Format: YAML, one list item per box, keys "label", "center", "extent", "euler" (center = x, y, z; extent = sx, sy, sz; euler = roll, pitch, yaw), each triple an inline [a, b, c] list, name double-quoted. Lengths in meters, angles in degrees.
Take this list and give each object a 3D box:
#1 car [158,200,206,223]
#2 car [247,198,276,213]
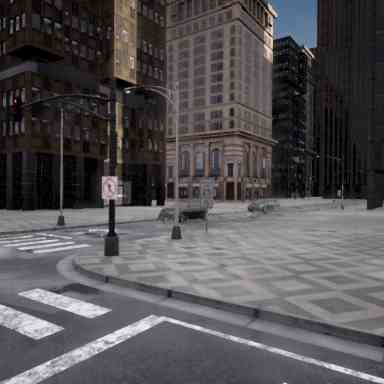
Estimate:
- label: "car"
  center: [-0.675, 1.475, 26.837]
  extent: [2.097, 1.767, 4.553]
  euler: [1, 0, 35]
- label: "car"
  center: [8.363, 1.567, 39.606]
  extent: [2.097, 1.767, 4.553]
  euler: [1, 0, 35]
